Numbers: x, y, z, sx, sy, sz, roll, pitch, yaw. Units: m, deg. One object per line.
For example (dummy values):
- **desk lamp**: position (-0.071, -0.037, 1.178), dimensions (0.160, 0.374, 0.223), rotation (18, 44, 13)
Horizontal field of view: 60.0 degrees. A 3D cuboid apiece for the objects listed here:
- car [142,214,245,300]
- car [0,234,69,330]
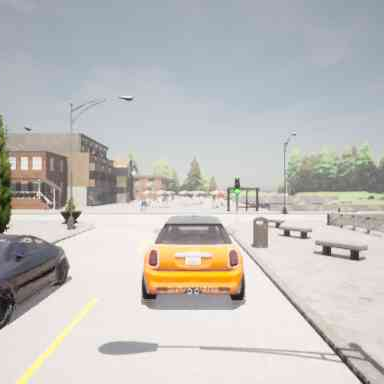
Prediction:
- **car**: position (0.046, 1.367, 8.569), dimensions (2.097, 1.767, 4.553), rotation (0, 0, 1)
- **car**: position (-4.088, 1.576, 6.695), dimensions (1.994, 1.385, 4.181), rotation (0, 0, 0)
